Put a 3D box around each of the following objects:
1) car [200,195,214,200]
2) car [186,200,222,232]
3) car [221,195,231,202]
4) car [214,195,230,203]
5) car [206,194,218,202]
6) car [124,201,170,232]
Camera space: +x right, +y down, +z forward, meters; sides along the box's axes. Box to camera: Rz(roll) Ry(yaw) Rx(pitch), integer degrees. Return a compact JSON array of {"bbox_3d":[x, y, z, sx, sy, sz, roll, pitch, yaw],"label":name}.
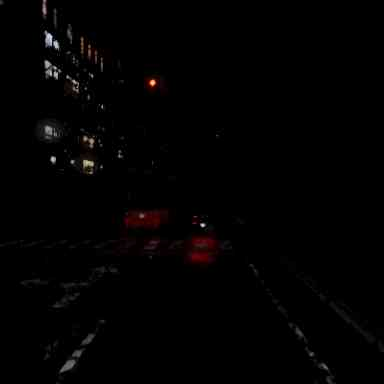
[{"bbox_3d":[2.895,1.550,69.488,1.837,1.490,4.892,0,0,10],"label":"car"},{"bbox_3d":[0.711,1.474,20.053,1.837,1.490,4.892,0,0,3],"label":"car"},{"bbox_3d":[8.052,1.523,79.464,1.882,1.535,5.008,0,0,12],"label":"car"},{"bbox_3d":[6.245,1.603,69.767,1.994,1.385,4.181,0,0,10],"label":"car"},{"bbox_3d":[4.772,1.393,79.648,2.097,1.767,4.553,0,0,12],"label":"car"},{"bbox_3d":[-2.550,1.319,19.876,2.097,1.767,4.553,0,0,3],"label":"car"}]
